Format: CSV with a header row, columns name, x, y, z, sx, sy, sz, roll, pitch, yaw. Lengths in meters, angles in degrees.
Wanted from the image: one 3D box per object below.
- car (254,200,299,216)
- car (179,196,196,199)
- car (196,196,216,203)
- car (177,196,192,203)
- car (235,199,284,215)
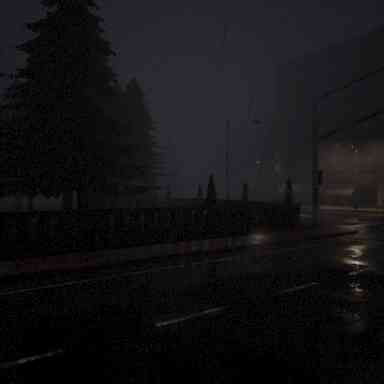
name,x,y,z,sx,sy,sz,roll,pitch,yaw
car,8.455,1.505,33.455,1.994,1.385,4.181,0,0,-32
car,-1.177,1.468,46.033,1.812,1.442,4.674,0,0,-13
car,2.483,1.542,45.710,1.895,1.301,4.718,0,0,-15
car,-1.516,1.468,67.394,1.812,1.442,4.674,0,0,13
car,5.799,1.420,31.101,1.882,1.535,5.008,0,0,-32
